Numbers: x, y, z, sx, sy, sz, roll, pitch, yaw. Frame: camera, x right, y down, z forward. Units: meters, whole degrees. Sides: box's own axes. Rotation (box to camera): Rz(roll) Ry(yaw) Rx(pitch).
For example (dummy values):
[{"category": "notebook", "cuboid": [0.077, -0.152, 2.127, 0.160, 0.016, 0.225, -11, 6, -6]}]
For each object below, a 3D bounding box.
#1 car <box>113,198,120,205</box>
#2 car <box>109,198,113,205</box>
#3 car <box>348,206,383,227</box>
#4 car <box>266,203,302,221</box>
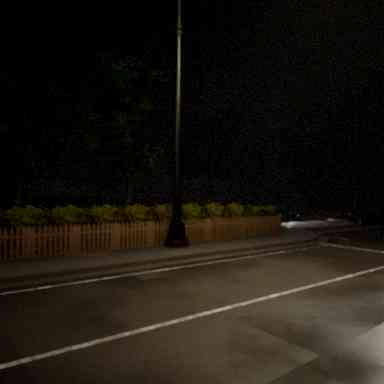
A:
[{"category": "car", "cuboid": [-8.499, 1.651, 45.844, 2.128, 1.511, 4.902, 1, 0, -36]}, {"category": "car", "cuboid": [-12.782, 1.717, 57.758, 2.128, 1.511, 4.902, 1, 0, -36]}, {"category": "car", "cuboid": [13.057, 1.739, 22.576, 1.812, 1.442, 4.674, 1, 1, -39]}, {"category": "car", "cuboid": [7.554, 1.715, 29.834, 1.812, 1.442, 4.674, 1, 0, -36]}]
